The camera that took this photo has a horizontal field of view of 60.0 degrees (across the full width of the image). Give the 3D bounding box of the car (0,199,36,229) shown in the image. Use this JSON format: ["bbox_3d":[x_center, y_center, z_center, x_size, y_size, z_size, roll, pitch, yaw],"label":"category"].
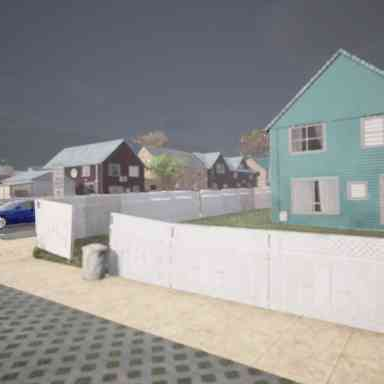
[{"bbox_3d":[-9.935,1.191,19.431,1.882,1.535,5.008,-1,1,34],"label":"car"}]
